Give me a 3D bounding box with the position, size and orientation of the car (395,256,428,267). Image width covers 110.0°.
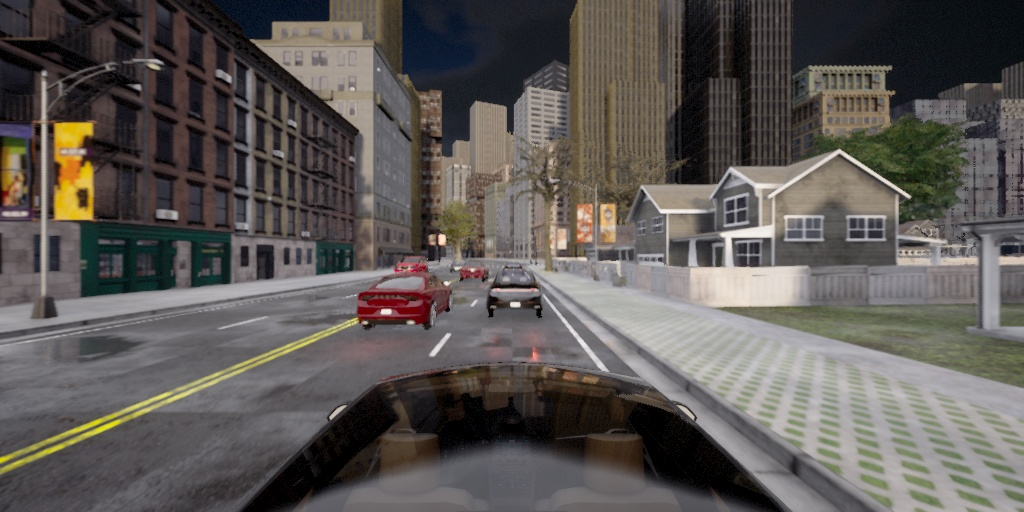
[{"bbox_3d":[-9.811,1.039,35.477,2.150,2.045,5.566,0,0,0],"label":"car"}]

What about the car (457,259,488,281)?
[{"bbox_3d":[-3.140,1.163,30.687,2.097,1.767,4.553,0,0,0],"label":"car"}]

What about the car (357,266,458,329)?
[{"bbox_3d":[-3.145,1.251,11.441,1.882,1.535,5.008,0,0,0],"label":"car"}]

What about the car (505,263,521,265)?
[{"bbox_3d":[0.111,1.303,30.979,2.128,1.511,4.902,0,0,0],"label":"car"}]

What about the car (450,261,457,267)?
[{"bbox_3d":[-6.485,1.328,44.330,2.128,1.511,4.902,0,0,0],"label":"car"}]

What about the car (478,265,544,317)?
[{"bbox_3d":[0.103,1.269,13.300,2.128,1.511,4.902,0,0,0],"label":"car"}]
